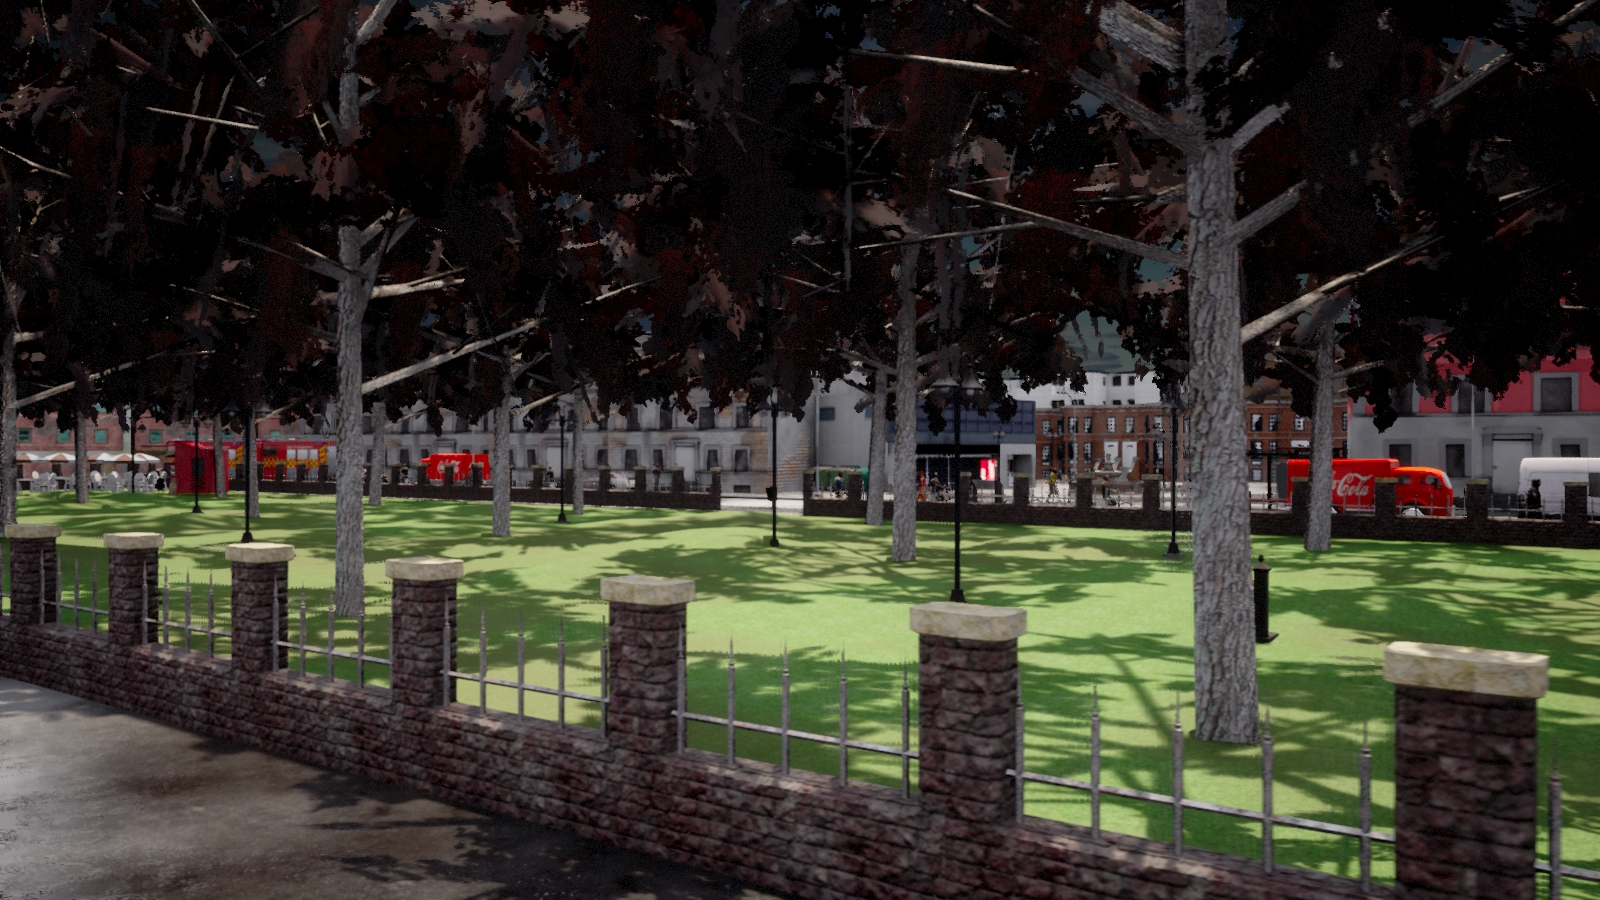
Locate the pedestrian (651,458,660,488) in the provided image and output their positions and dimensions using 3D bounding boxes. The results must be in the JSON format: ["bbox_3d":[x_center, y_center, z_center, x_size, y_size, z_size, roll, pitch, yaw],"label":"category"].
[{"bbox_3d":[-9.126,1.462,72.275,0.375,1.860,0.375,0,0,40],"label":"pedestrian"}]

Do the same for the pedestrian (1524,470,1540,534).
[{"bbox_3d":[21.658,1.522,33.794,0.375,1.860,0.375,0,0,35],"label":"pedestrian"}]

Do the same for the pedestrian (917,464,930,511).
[{"bbox_3d":[4.916,1.493,45.557,0.375,1.860,0.375,0,0,35],"label":"pedestrian"}]

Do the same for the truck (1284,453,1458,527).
[{"bbox_3d":[20.267,1.338,40.634,5.204,2.467,2.627,0,0,35],"label":"truck"}]

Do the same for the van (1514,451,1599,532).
[{"bbox_3d":[26.311,1.314,36.403,5.915,2.561,1.988,0,0,35],"label":"van"}]

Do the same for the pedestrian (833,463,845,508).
[{"bbox_3d":[1.625,1.492,47.877,0.375,1.860,0.375,0,0,35],"label":"pedestrian"}]

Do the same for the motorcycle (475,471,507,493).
[{"bbox_3d":[-18.350,1.893,67.797,1.805,1.236,0.856,0,0,35],"label":"motorcycle"}]

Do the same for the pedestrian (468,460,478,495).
[{"bbox_3d":[-17.555,1.462,61.365,0.375,1.860,0.375,0,0,35],"label":"pedestrian"}]

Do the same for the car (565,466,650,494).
[{"bbox_3d":[-11.438,1.766,67.805,4.902,1.511,2.128,0,0,35],"label":"car"}]

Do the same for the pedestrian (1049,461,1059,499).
[{"bbox_3d":[12.554,1.496,56.492,0.375,1.860,0.375,0,0,34],"label":"pedestrian"}]

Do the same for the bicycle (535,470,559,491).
[{"bbox_3d":[-15.686,1.872,70.809,1.835,1.271,0.329,0,0,35],"label":"bicycle"}]
